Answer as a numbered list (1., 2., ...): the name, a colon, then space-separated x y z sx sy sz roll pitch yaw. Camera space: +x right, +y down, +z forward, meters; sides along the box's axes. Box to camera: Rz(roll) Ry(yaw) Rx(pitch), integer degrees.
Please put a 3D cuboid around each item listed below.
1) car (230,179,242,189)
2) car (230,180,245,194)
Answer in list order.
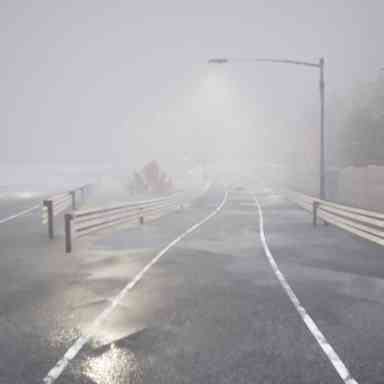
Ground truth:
1. car: 7.835 -1.489 59.476 1.895 1.301 4.718 -1 6 4
2. car: 6.914 -0.618 49.409 1.812 1.442 4.674 -1 5 6
